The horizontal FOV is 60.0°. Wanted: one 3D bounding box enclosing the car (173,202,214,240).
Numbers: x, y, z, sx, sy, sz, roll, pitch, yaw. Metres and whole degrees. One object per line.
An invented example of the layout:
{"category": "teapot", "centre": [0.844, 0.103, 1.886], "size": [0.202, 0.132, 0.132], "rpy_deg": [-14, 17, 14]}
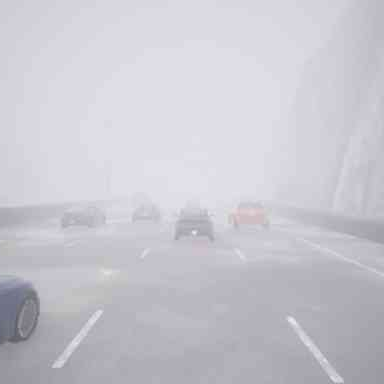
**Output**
{"category": "car", "centre": [0.102, 1.526, 17.171], "size": [1.837, 1.490, 4.892], "rpy_deg": [0, 0, 0]}

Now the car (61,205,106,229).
{"category": "car", "centre": [-6.897, 1.532, 21.421], "size": [1.812, 1.442, 4.674], "rpy_deg": [0, 0, 0]}

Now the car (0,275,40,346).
{"category": "car", "centre": [-3.400, 1.536, 3.526], "size": [1.812, 1.442, 4.674], "rpy_deg": [0, 0, 0]}

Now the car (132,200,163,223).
{"category": "car", "centre": [-3.398, 1.552, 25.904], "size": [1.994, 1.385, 4.181], "rpy_deg": [0, 0, 0]}

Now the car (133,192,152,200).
{"category": "car", "centre": [-6.896, 1.028, 46.473], "size": [2.150, 2.045, 5.566], "rpy_deg": [0, 1, 0]}

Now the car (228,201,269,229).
{"category": "car", "centre": [3.603, 1.359, 22.063], "size": [2.097, 1.767, 4.553], "rpy_deg": [0, 0, 0]}

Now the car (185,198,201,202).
{"category": "car", "centre": [0.104, 1.430, 39.924], "size": [2.033, 1.411, 5.357], "rpy_deg": [0, 1, 0]}
